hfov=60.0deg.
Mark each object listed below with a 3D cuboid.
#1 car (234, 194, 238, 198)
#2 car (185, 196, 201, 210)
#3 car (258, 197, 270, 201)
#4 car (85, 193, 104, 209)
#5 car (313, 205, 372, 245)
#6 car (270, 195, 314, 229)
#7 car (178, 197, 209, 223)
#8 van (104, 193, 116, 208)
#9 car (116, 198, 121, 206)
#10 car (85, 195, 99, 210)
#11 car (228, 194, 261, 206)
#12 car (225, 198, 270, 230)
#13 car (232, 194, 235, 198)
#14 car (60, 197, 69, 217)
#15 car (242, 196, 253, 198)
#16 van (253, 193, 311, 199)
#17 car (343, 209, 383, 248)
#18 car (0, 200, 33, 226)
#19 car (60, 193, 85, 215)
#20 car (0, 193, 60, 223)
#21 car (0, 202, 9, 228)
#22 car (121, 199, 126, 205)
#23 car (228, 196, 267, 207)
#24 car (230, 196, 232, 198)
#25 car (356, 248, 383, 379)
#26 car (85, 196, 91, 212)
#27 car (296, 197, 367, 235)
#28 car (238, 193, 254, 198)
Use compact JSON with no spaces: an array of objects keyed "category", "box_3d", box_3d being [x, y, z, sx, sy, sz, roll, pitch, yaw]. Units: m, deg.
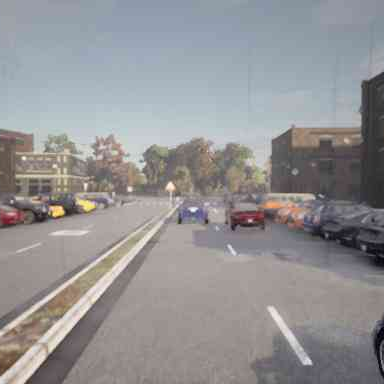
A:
[{"category":"car","box_3d":[7.637,1.329,37.677,4.892,1.521,2.231,0,0,0]},{"category":"car","box_3d":[0.090,1.309,41.165,1.882,1.535,5.008,0,0,0]},{"category":"car","box_3d":[7.639,1.366,23.891,5.008,1.535,2.097,0,0,0]},{"category":"car","box_3d":[-12.563,1.209,36.771,4.553,1.767,2.185,0,0,0]},{"category":"car","box_3d":[7.630,1.410,12.862,4.892,1.521,2.231,0,0,0]},{"category":"car","box_3d":[7.666,1.250,21.133,4.553,1.767,2.185,0,0,0]},{"category":"car","box_3d":[0.093,1.237,24.403,2.097,1.767,4.553,0,0,0]},{"category":"van","box_3d":[-12.412,1.092,42.207,4.442,1.987,1.878,0,0,0]},{"category":"car","box_3d":[-12.559,1.175,45.115,4.553,1.767,2.185,0,0,0]},{"category":"car","box_3d":[-12.528,1.341,33.867,5.008,1.535,2.097,0,0,0]},{"category":"car","box_3d":[7.597,1.143,48.714,4.553,1.767,2.185,0,0,0]},{"category":"car","box_3d":[3.106,1.376,20.193,1.882,1.535,5.008,0,0,0]},{"category":"car","box_3d":[7.599,1.190,40.438,4.553,1.767,2.185,0,0,0]},{"category":"car","box_3d":[-12.723,1.356,25.655,5.366,1.575,1.946,0,0,0]},{"category":"car","box_3d":[7.447,1.347,29.405,5.366,1.575,1.946,0,0,0]},{"category":"van","box_3d":[7.516,1.132,26.647,4.442,1.987,1.878,0,0,0]},{"category":"car","box_3d":[7.631,1.423,10.105,4.892,1.521,2.231,0,0,0]},{"category":"car","box_3d":[-12.538,1.414,20.032,4.674,1.452,2.002,0,0,0]},{"category":"car","box_3d":[-12.566,1.101,28.434,5.566,2.045,2.435,0,0,0]},{"category":"car","box_3d":[-12.511,1.115,22.750,5.566,2.045,2.435,0,0,0]},{"category":"car","box_3d":[-12.540,1.422,17.318,4.674,1.452,2.002,0,0,0]},{"category":"car","box_3d":[-12.495,1.287,50.551,4.792,1.488,2.163,0,0,0]},{"category":"car","box_3d":[7.634,1.287,45.952,5.008,1.535,2.097,0,0,0]},{"category":"car","box_3d":[7.627,1.342,43.197,4.674,1.452,2.002,0,0,0]},{"category":"car","box_3d":[3.100,1.512,2.094,1.812,1.442,4.674,0,0,0]},{"category":"car","box_3d":[-12.541,1.348,31.213,4.892,1.521,2.231,0,0,0]},{"category":"car","box_3d":[7.605,1.271,15.618,4.553,1.767,2.185,0,0,0]},{"category":"car","box_3d":[7.660,1.092,32.162,5.566,2.045,2.435,0,0,0]}]
